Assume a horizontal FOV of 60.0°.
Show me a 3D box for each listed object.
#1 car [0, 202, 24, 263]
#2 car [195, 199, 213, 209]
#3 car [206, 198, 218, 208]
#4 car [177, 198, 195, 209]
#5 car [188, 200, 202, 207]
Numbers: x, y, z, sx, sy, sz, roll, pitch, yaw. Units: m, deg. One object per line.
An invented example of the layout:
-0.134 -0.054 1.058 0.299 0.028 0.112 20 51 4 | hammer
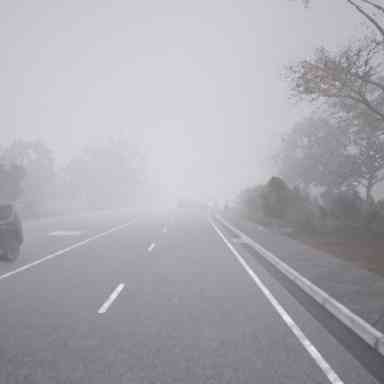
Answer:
-7.107 1.340 9.739 2.150 2.045 5.566 0 0 0 | car
2.224 2.514 62.775 1.994 1.385 4.181 0 -1 10 | car
4.266 2.296 72.365 2.150 2.045 5.566 0 -1 15 | car
-1.394 2.163 62.348 2.150 2.045 5.566 0 -1 10 | car
0.745 2.557 72.714 1.837 1.490 4.892 0 -1 15 | car
